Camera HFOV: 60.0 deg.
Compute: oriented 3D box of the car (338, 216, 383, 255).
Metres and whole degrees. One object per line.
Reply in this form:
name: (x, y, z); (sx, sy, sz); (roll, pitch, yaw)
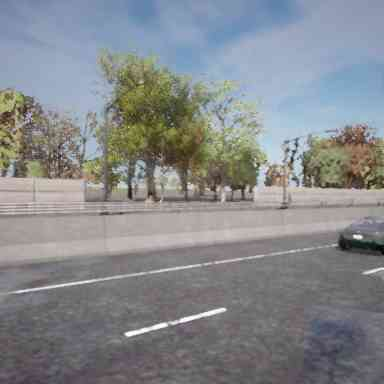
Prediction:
car: (7.977, 1.703, 13.863); (4.181, 1.385, 1.994); (1, 0, -35)
